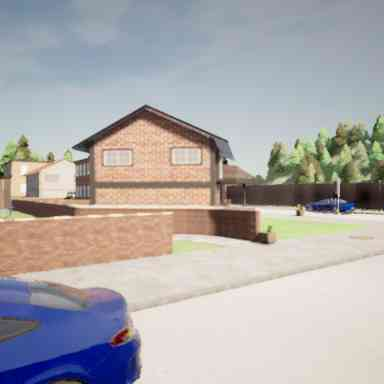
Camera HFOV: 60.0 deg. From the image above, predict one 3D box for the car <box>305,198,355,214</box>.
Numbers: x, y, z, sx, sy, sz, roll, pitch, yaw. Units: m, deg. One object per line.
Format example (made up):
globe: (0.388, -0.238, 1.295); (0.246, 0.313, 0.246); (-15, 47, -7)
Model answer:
car: (14.051, 1.410, 34.111); (1.882, 1.535, 5.008); (0, 0, -35)

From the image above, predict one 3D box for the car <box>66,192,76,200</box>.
car: (-13.638, 0.948, 39.113); (1.905, 1.878, 3.866); (0, 0, -35)

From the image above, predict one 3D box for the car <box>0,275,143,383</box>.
car: (-2.675, 1.527, 2.679); (4.674, 1.442, 1.812); (0, 0, -35)
